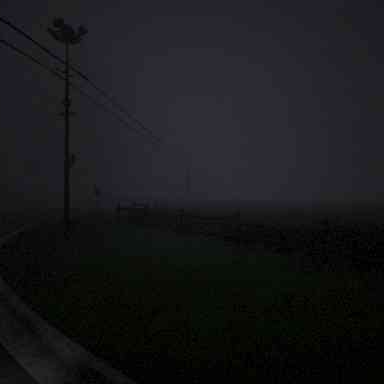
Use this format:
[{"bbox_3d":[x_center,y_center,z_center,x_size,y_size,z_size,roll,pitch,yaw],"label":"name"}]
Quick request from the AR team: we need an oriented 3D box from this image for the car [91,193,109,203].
[{"bbox_3d":[-18.460,1.499,68.687,1.812,1.442,4.674,0,0,7],"label":"car"}]

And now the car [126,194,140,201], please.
[{"bbox_3d":[-13.775,1.303,78.094,1.882,1.535,5.008,0,0,7],"label":"car"}]

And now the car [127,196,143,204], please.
[{"bbox_3d":[-11.575,1.499,67.324,1.837,1.490,4.892,0,0,7],"label":"car"}]

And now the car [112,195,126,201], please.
[{"bbox_3d":[-17.248,1.377,78.522,1.994,1.385,4.181,0,0,7],"label":"car"}]

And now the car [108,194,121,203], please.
[{"bbox_3d":[-14.998,1.538,68.166,1.994,1.385,4.181,0,0,7],"label":"car"}]

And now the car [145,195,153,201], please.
[{"bbox_3d":[-10.301,1.365,77.666,2.033,1.411,5.357,0,0,7],"label":"car"}]

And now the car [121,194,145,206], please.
[{"bbox_3d":[-9.563,1.520,54.219,1.812,1.442,4.674,0,0,7],"label":"car"}]

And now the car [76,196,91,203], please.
[{"bbox_3d":[-21.996,1.524,68.608,2.033,1.411,5.357,0,0,7],"label":"car"}]

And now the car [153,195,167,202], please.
[{"bbox_3d":[-6.914,1.494,76.529,1.837,1.490,4.892,0,0,7],"label":"car"}]
